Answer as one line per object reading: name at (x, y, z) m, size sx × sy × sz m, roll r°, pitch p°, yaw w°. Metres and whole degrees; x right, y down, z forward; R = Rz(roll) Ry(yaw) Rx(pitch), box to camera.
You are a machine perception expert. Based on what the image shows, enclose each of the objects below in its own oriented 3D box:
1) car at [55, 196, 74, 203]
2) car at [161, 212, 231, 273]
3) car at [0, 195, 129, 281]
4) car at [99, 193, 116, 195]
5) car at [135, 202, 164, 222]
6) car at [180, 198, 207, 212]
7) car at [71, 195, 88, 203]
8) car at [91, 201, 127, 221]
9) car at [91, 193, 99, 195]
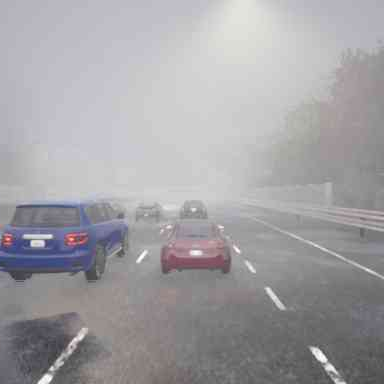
car at (-27.965, 1.597, 72.957) m, size 2.033 × 1.411 × 5.357 m, roll 0°, pitch 0°, yaw 0°
car at (0.107, 1.572, 10.755) m, size 1.994 × 1.385 × 4.181 m, roll 0°, pitch 0°, yaw 0°
car at (-3.396, 1.229, 10.003) m, size 2.150 × 2.045 × 5.566 m, roll 0°, pitch 0°, yaw 0°
car at (-17.466, 1.301, 70.707) m, size 2.150 × 2.045 × 5.566 m, roll 0°, pitch 0°, yaw 0°
car at (-3.384, 1.519, 26.978) m, size 2.128 × 1.511 × 4.902 m, roll 0°, pitch 0°, yaw 0°
car at (0.110, 1.379, 26.749) m, size 2.097 × 1.767 × 4.553 m, roll 0°, pitch 0°, yaw 0°
car at (-24.466, 1.539, 72.539) m, size 1.882 × 1.535 × 5.008 m, roll 0°, pitch 0°, yaw 0°
car at (-6.887, 1.555, 28.063) m, size 1.812 × 1.442 × 4.674 m, roll 0°, pitch 0°, yaw 0°
car at (-20.966, 1.286, 72.507) m, size 2.150 × 2.045 × 5.566 m, roll 0°, pitch 0°, yaw 0°
